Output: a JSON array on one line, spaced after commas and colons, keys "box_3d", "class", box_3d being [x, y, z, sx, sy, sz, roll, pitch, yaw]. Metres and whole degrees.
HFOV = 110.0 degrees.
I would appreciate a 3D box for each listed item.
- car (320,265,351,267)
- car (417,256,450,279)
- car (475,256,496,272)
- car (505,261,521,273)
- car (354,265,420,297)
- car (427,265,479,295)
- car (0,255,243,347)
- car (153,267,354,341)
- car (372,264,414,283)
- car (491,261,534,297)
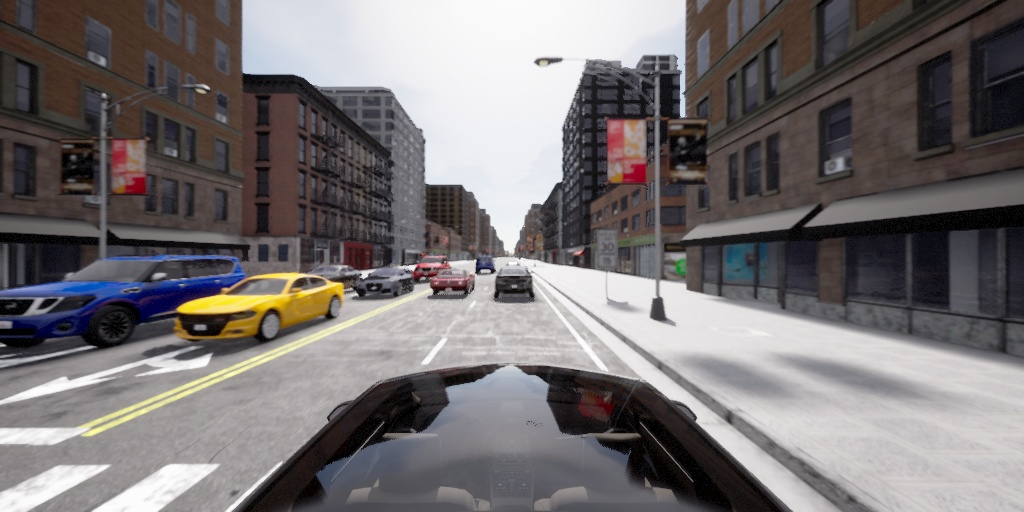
[{"box_3d": [-9.815, 1.263, 19.514, 2.128, 1.511, 4.902, 0, 0, 0], "class": "car"}, {"box_3d": [-6.490, 1.003, 29.809, 2.150, 2.045, 5.566, 0, 0, 0], "class": "car"}, {"box_3d": [-3.189, 1.019, 43.239, 2.150, 2.045, 5.566, 0, 0, 0], "class": "car"}, {"box_3d": [0.115, 1.360, 44.652, 1.994, 1.385, 4.181, 0, 0, 0], "class": "car"}, {"box_3d": [-6.572, 1.335, 19.079, 1.994, 1.385, 4.181, 0, 0, 0], "class": "car"}, {"box_3d": [-3.145, 1.372, 20.040, 1.895, 1.301, 4.718, 0, 0, 0], "class": "car"}, {"box_3d": [-9.837, 0.983, 9.702, 2.150, 2.045, 5.566, 0, 0, 0], "class": "car"}, {"box_3d": [-6.594, 1.239, 10.085, 1.882, 1.535, 5.008, 0, 0, 0], "class": "car"}, {"box_3d": [-9.739, 1.383, 29.747, 1.895, 1.301, 4.718, 0, 0, 0], "class": "car"}, {"box_3d": [0.106, 1.247, 19.058, 1.882, 1.535, 5.008, 0, 0, 0], "class": "car"}]
